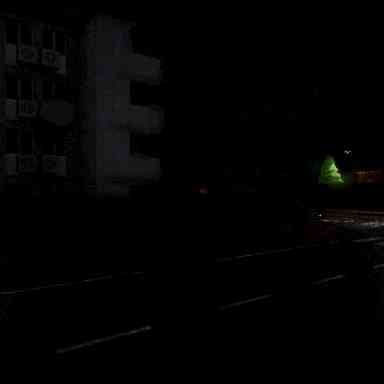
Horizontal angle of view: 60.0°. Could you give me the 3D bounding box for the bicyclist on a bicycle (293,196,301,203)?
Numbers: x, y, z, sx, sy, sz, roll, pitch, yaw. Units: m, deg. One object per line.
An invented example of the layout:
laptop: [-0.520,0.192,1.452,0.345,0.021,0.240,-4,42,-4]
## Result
bicyclist on a bicycle: [12.514,1.286,39.540,1.656,1.620,0.582,0,0,-36]

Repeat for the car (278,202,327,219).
car: [9.154,1.584,28.770,1.895,1.301,4.718,0,0,-35]
